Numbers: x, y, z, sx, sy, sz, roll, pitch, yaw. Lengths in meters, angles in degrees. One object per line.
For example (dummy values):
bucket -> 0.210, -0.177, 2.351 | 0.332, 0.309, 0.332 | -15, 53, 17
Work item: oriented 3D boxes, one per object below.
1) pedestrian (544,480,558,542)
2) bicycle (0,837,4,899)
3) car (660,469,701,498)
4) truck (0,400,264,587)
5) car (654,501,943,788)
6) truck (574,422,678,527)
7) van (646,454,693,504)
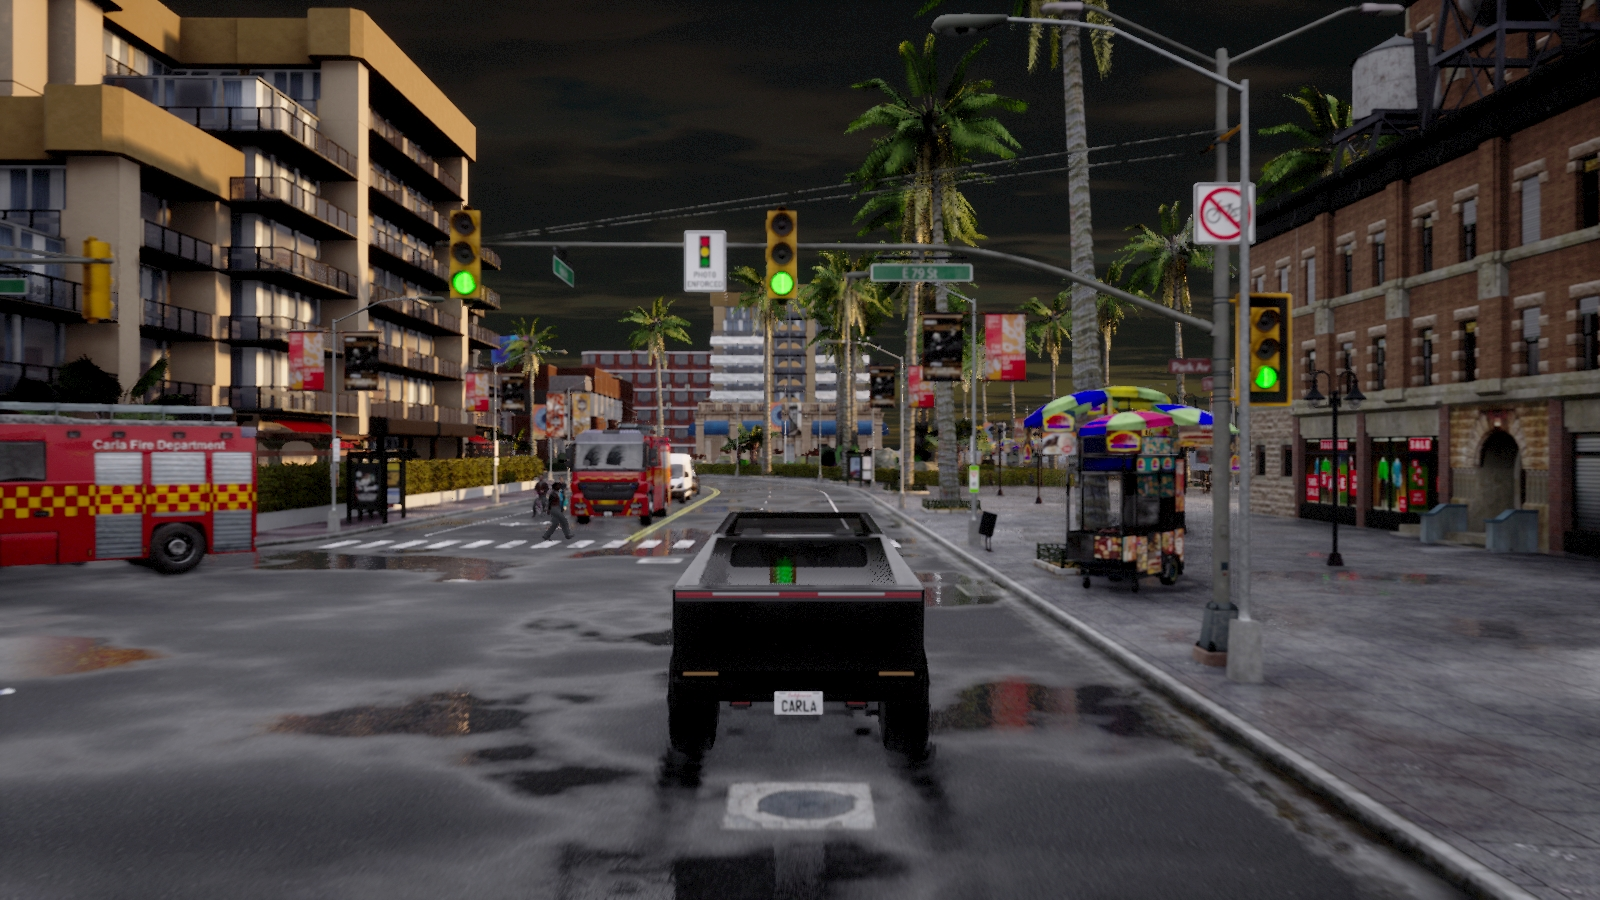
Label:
pedestrian -> -7.534, 1.851, 34.571 | 0.375, 1.860, 0.375 | 0, 0, -5
bicycle -> -3.492, 2.210, 3.866 | 0.329, 1.171, 1.835 | 0, 0, 0
car -> -7.247, 1.996, 69.793 | 2.152, 1.651, 5.027 | 0, 0, -2
truck -> -16.728, 0.892, 25.099 | 8.468, 3.827, 2.891 | 0, 0, -44
car -> -0.013, 1.754, 12.611 | 2.390, 2.098, 6.274 | 0, 0, 0
truck -> -6.801, 0.894, 45.930 | 2.891, 3.827, 8.468 | 0, 0, 0
van -> -7.112, 1.539, 62.757 | 1.988, 2.561, 5.915 | 0, 0, -1
